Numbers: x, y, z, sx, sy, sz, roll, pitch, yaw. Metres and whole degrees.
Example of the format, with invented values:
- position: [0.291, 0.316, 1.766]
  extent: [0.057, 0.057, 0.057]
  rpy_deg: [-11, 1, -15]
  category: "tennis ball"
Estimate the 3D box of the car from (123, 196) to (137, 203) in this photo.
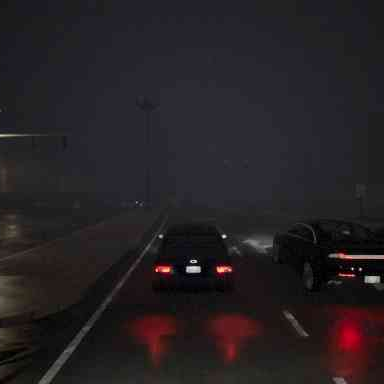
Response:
- position: [-12.712, 1.525, 67.198]
  extent: [1.812, 1.442, 4.674]
  rpy_deg: [0, 0, 0]
  category: "car"

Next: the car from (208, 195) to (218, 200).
- position: [5.826, 1.472, 89.336]
  extent: [1.882, 1.535, 5.008]
  rpy_deg: [0, 0, 0]
  category: "car"

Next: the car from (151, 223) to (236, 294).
- position: [0.019, 1.547, 8.953]
  extent: [2.033, 1.411, 5.357]
  rpy_deg: [0, 0, 0]
  category: "car"

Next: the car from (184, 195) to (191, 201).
- position: [-1.174, 1.534, 89.329]
  extent: [2.033, 1.411, 5.357]
  rpy_deg: [0, 0, 0]
  category: "car"

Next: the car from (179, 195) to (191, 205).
- position: [-1.213, 1.563, 58.437]
  extent: [1.994, 1.385, 4.181]
  rpy_deg: [0, 0, 0]
  category: "car"

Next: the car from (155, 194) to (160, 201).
- position: [-9.184, 1.355, 81.808]
  extent: [2.097, 1.767, 4.553]
  rpy_deg: [0, 0, 0]
  category: "car"

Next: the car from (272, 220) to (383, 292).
- position: [3.518, 1.491, 8.901]
  extent: [2.128, 1.511, 4.902]
  rpy_deg: [0, 0, 0]
  category: "car"

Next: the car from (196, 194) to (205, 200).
- position: [2.326, 1.496, 89.406]
  extent: [1.837, 1.490, 4.892]
  rpy_deg: [0, 0, 0]
  category: "car"

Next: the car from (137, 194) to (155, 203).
- position: [-9.224, 1.503, 66.726]
  extent: [1.837, 1.490, 4.892]
  rpy_deg: [0, 0, 1]
  category: "car"

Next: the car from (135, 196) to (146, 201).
- position: [-12.683, 1.595, 82.117]
  extent: [1.895, 1.301, 4.718]
  rpy_deg: [0, 0, 0]
  category: "car"
